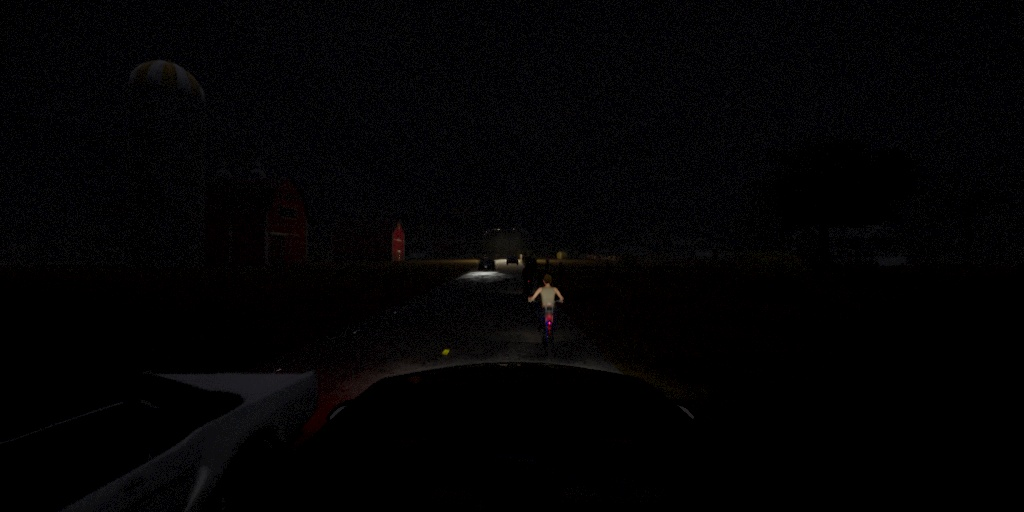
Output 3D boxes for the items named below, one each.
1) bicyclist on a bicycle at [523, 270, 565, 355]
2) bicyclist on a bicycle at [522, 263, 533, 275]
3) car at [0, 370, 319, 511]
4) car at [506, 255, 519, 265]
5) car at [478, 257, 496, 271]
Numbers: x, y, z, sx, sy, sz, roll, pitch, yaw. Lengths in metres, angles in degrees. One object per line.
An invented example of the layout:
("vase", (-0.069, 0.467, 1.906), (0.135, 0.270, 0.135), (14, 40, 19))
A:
("bicyclist on a bicycle", (0.749, 1.187, 7.720), (0.866, 1.612, 1.509), (0, 0, 0))
("bicyclist on a bicycle", (0.752, 1.166, 16.636), (0.582, 1.620, 1.656), (0, 0, 0))
("car", (-2.851, 1.350, 1.332), (1.895, 1.301, 4.718), (0, 0, 0))
("car", (0.077, 0.758, 59.665), (1.994, 1.385, 4.181), (0, 1, 0))
("car", (-2.859, 0.913, 41.581), (2.128, 1.511, 4.902), (0, 1, 0))
